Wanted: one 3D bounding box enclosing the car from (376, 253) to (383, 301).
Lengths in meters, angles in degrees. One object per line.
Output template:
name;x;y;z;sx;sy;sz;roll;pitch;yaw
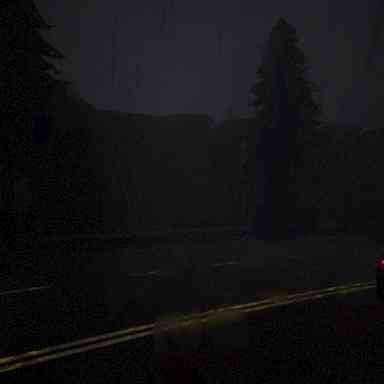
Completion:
car;5.863;1.349;6.451;4.553;1.767;2.097;0;0;-24
